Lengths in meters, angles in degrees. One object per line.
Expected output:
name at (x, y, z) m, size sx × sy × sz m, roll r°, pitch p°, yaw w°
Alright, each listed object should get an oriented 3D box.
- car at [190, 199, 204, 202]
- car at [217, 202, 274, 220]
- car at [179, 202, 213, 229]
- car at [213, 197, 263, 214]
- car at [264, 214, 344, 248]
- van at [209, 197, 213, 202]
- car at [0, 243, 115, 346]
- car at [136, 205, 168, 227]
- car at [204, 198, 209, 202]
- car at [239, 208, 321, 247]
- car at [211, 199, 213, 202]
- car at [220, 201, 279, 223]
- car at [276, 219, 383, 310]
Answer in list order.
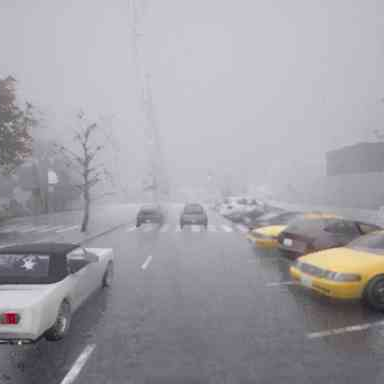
car at (0.138, 1.909, 40.611) m, size 1.837 × 1.490 × 4.892 m, roll 0°, pitch -1°, yaw 0°
car at (5.105, 1.780, 31.758) m, size 5.008 × 1.535 × 2.097 m, roll 1°, pitch -1°, yaw -20°
car at (0.121, 1.685, 23.338) m, size 2.128 × 1.511 × 4.902 m, roll 0°, pitch -1°, yaw 0°
car at (5.126, 1.493, 28.796) m, size 5.566 × 2.045 × 2.435 m, roll 1°, pitch -1°, yaw -20°
car at (5.106, 1.609, 10.899) m, size 4.792 × 1.488 × 2.163 m, roll 1°, pitch -1°, yaw -20°
van at (5.005, 1.713, 43.649) m, size 4.442 × 1.987 × 1.878 m, roll 1°, pitch -1°, yaw -20°
car at (-2.894, 1.655, 6.509) m, size 1.895 × 1.301 × 4.718 m, roll 0°, pitch 0°, yaw 0°
car at (-2.877, 1.707, 24.355) m, size 1.837 × 1.490 × 4.892 m, roll 0°, pitch -1°, yaw 0°
car at (4.941, 1.976, 46.605) m, size 5.366 × 1.575 × 1.946 m, roll 1°, pitch -1°, yaw -20°
car at (4.910, 1.594, 13.804) m, size 5.366 × 1.575 × 1.946 m, roll 1°, pitch 0°, yaw -20°
car at (5.279, 1.858, 37.790) m, size 5.366 × 1.575 × 1.946 m, roll 1°, pitch -1°, yaw -20°
car at (5.104, 1.712, 25.792) m, size 4.892 × 1.521 × 2.231 m, roll 1°, pitch 0°, yaw -20°
car at (4.903, 1.552, 7.837) m, size 5.366 × 1.575 × 1.946 m, roll 1°, pitch 0°, yaw -20°
